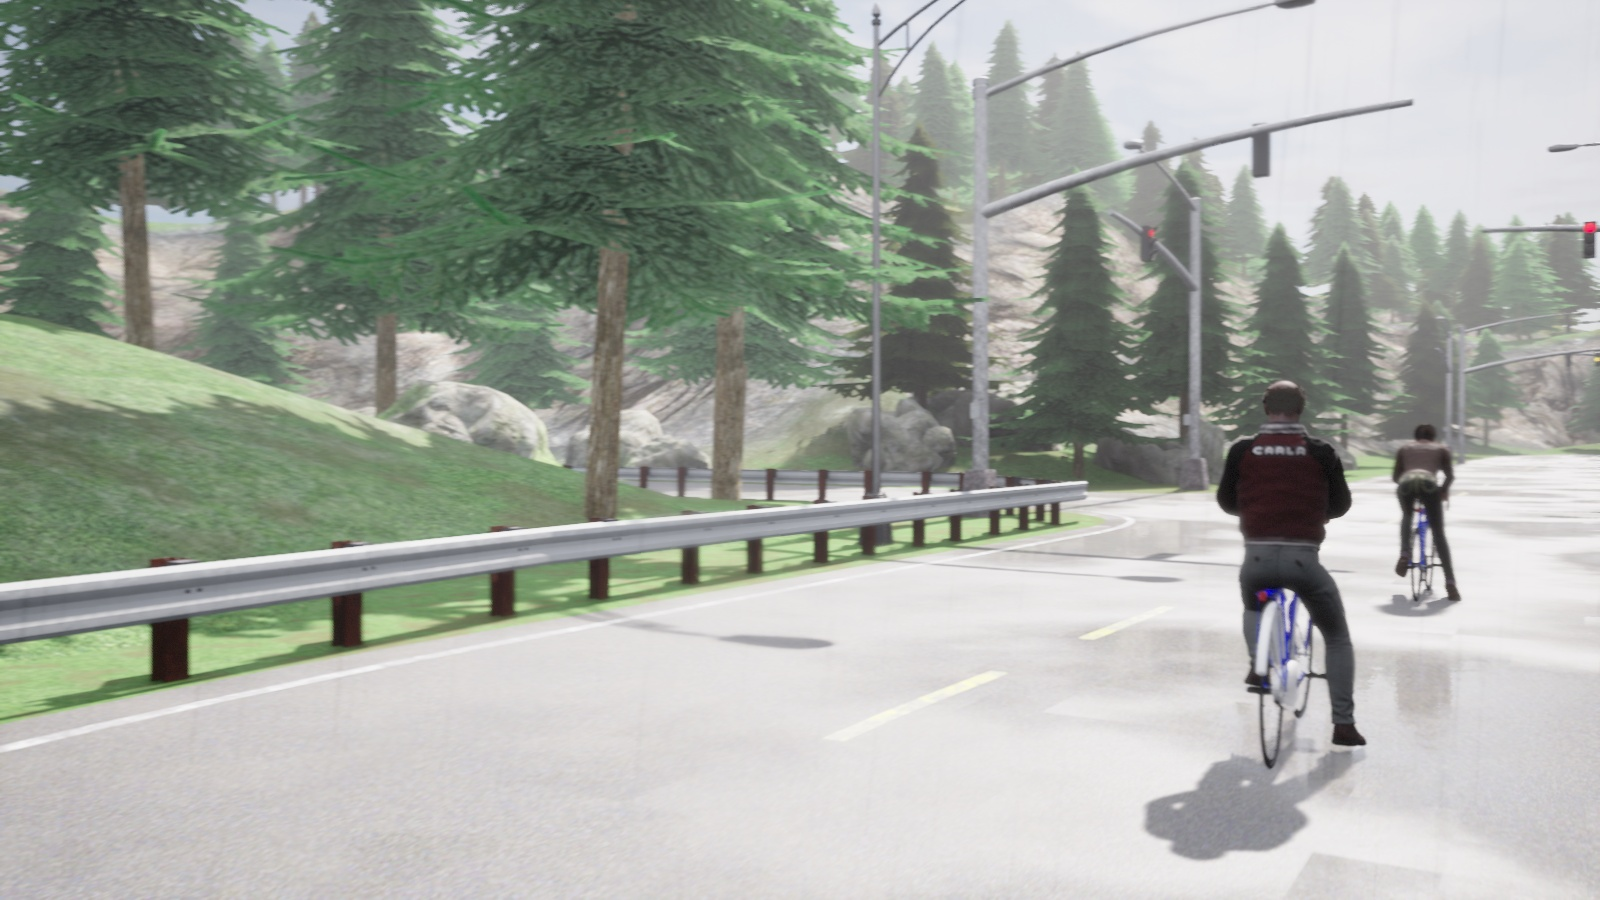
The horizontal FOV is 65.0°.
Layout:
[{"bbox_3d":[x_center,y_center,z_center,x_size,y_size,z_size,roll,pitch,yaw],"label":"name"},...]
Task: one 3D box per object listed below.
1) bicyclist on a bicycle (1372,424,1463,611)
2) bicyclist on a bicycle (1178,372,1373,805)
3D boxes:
[{"bbox_3d":[5.800,0.582,11.763,0.582,1.620,1.656,0,0,32],"label":"bicyclist on a bicycle"},{"bbox_3d":[2.367,0.555,6.114,0.659,1.776,1.843,0,1,28],"label":"bicyclist on a bicycle"}]
